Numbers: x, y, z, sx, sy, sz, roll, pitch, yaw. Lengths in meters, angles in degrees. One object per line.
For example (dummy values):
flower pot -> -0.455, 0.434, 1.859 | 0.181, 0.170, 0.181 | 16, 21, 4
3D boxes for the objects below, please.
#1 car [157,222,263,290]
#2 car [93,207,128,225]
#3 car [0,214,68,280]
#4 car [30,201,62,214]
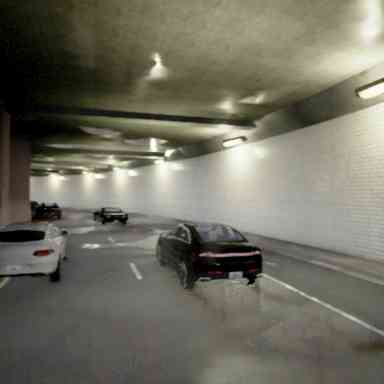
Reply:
car -> 0.248, 1.617, 9.585 | 2.128, 1.511, 4.902 | 1, -1, -17
car -> -6.629, 1.864, 26.583 | 1.895, 1.301, 4.718 | 1, -1, -27
car -> -4.738, 1.599, 9.791 | 1.812, 1.442, 4.674 | 1, -1, -17
car -> -13.866, 1.742, 32.026 | 2.128, 1.511, 4.902 | 1, -1, -33
